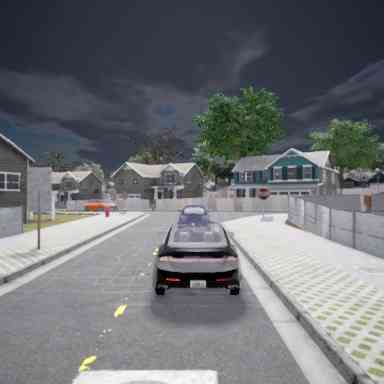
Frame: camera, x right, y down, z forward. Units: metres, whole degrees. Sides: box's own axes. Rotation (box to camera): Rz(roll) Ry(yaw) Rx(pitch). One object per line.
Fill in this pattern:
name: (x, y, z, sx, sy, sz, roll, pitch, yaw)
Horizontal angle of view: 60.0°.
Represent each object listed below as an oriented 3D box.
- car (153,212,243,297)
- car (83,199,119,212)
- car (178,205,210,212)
car: (0.116, 1.496, 8.612, 2.128, 1.511, 4.902, 0, 0, 0)
car: (-11.206, 1.632, 40.976, 4.553, 1.767, 2.097, -2, -2, 32)
car: (0.136, 1.535, 20.552, 1.812, 1.442, 4.674, 0, 0, 0)
